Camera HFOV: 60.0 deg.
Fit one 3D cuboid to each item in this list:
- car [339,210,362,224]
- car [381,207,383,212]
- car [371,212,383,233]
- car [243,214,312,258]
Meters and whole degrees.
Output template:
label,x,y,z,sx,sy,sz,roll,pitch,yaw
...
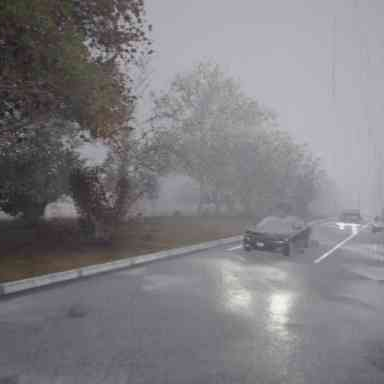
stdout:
label,x,y,z,sx,sy,sz,roll,pitch,yaw
car,17.450,2.670,36.533,1.994,1.385,4.181,2,-1,32
car,26.165,2.797,43.786,2.150,2.045,5.566,2,0,32
car,15.013,2.509,25.652,1.895,1.301,4.718,2,0,32
car,3.882,1.771,14.581,1.882,1.535,5.008,2,0,32
